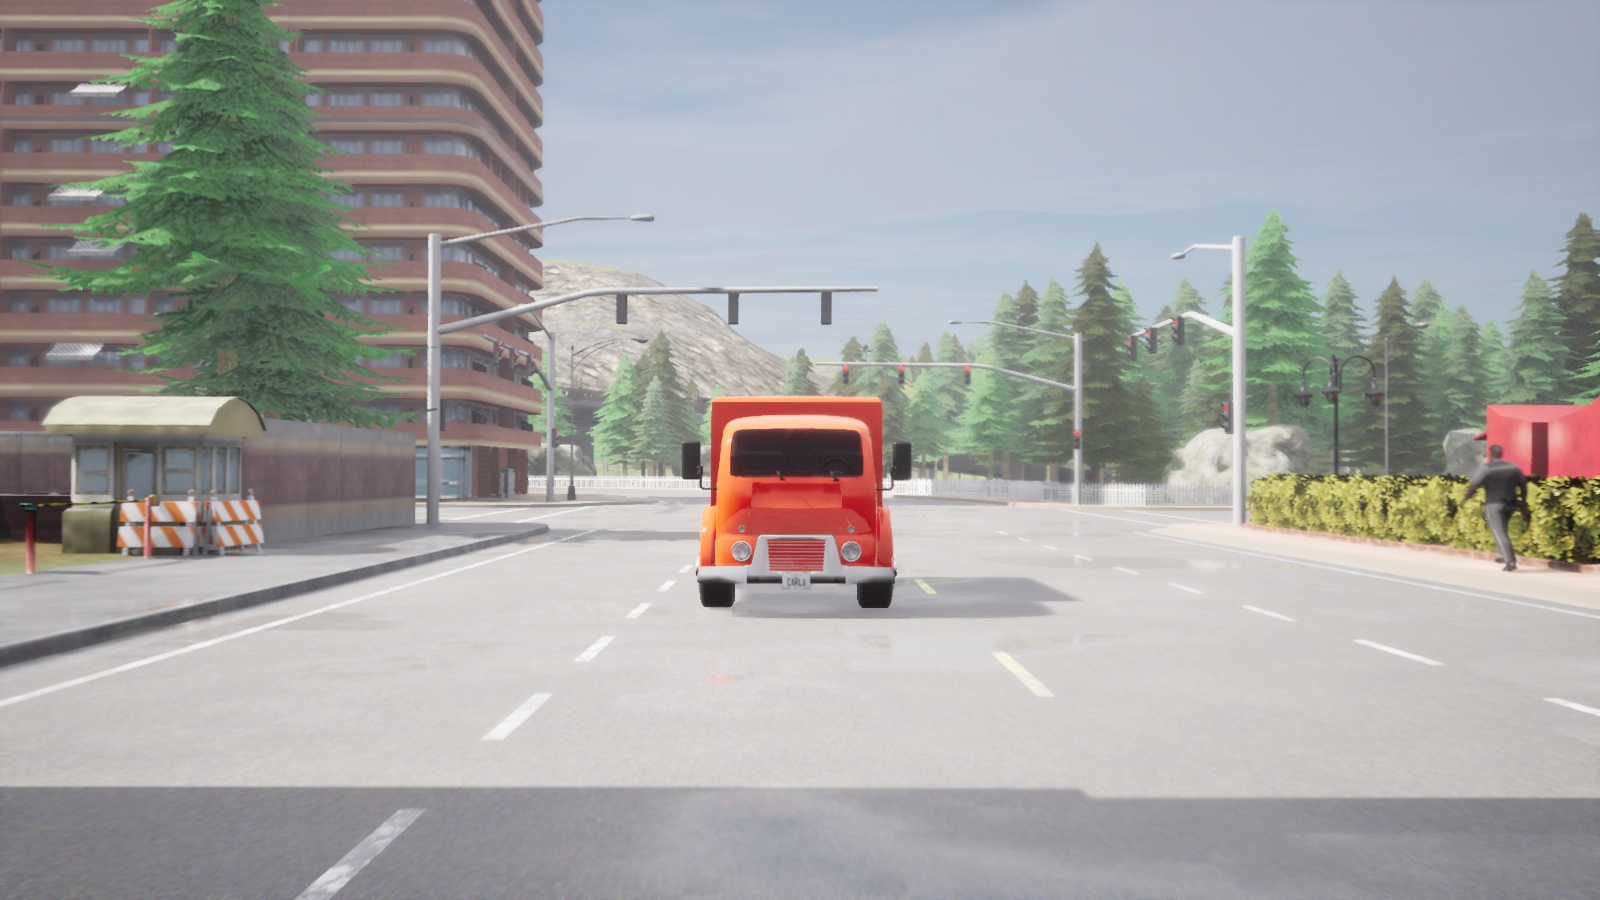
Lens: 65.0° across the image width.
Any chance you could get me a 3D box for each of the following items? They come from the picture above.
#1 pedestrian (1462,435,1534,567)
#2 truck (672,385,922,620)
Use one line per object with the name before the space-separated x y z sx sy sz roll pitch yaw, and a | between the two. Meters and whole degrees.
pedestrian | 10.155 0.734 18.290 0.563 1.883 0.849 0 -1 2
truck | -0.041 0.593 15.807 2.627 2.467 5.204 0 -1 0
